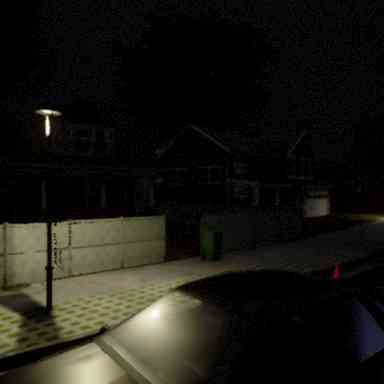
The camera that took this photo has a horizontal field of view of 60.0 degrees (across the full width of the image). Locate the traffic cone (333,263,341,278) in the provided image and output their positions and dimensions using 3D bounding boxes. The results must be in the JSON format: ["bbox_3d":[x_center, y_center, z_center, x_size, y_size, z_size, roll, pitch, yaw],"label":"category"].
[{"bbox_3d":[3.403,1.970,7.793,0.340,0.580,0.340,0,0,-40],"label":"traffic cone"}]

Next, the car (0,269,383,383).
[{"bbox_3d":[0.552,1.555,3.053,5.357,1.411,2.033,0,0,-37],"label":"car"}]
